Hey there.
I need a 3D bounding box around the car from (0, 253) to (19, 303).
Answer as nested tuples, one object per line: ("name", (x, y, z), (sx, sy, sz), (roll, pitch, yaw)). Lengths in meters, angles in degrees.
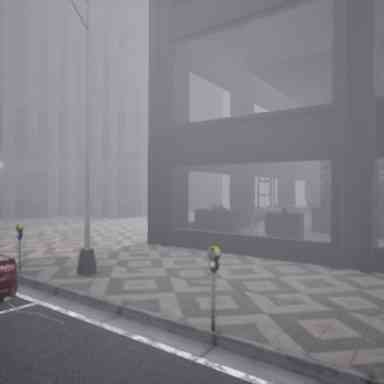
("car", (-5.321, 1.506, 6.782), (4.507, 1.381, 1.887), (0, 0, 36))
